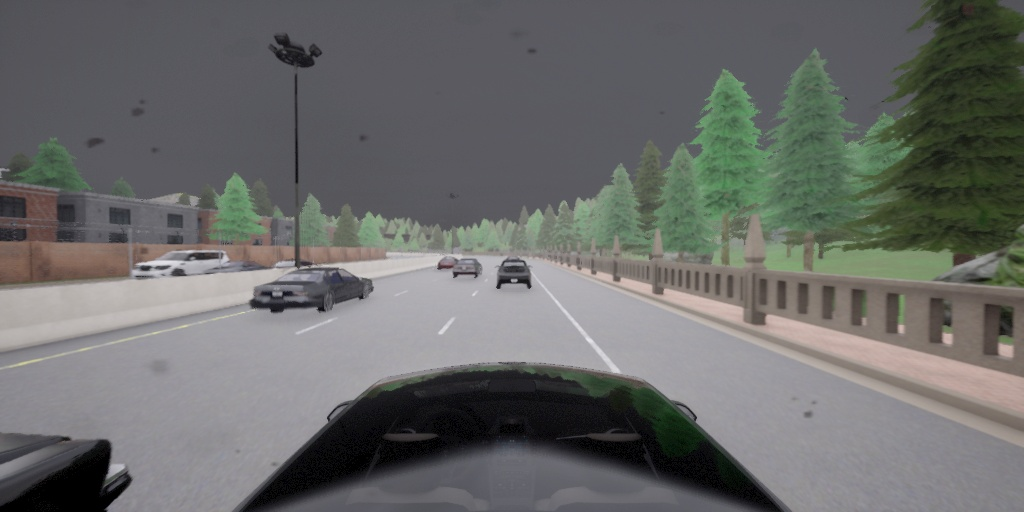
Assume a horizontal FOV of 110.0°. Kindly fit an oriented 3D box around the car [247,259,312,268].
[{"bbox_3d":[-14.084,0.949,22.831,1.812,1.442,4.674,0,1,0],"label":"car"}]

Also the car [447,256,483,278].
[{"bbox_3d":[-3.383,0.893,27.844,2.033,1.411,5.357,0,1,0],"label":"car"}]

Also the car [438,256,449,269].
[{"bbox_3d":[-6.876,0.728,39.604,1.994,1.385,4.181,0,1,0],"label":"car"}]

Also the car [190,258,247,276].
[{"bbox_3d":[-17.583,0.985,22.960,1.994,1.385,4.181,0,1,0],"label":"car"}]

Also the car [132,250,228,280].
[{"bbox_3d":[-21.084,0.639,23.270,2.150,2.045,5.566,0,1,0],"label":"car"}]

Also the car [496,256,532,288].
[{"bbox_3d":[0.113,0.959,20.885,1.837,1.490,4.892,0,1,0],"label":"car"}]

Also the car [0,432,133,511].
[{"bbox_3d":[-3.400,1.375,0.130,1.895,1.301,4.718,0,1,0],"label":"car"}]

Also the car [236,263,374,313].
[{"bbox_3d":[-6.893,1.122,13.043,2.033,1.411,5.357,0,1,0],"label":"car"}]
